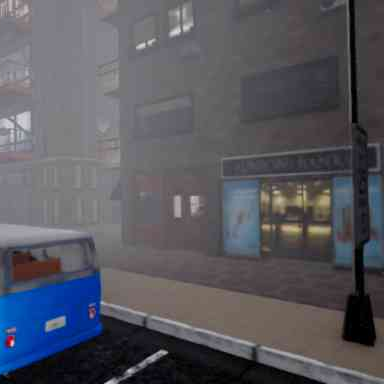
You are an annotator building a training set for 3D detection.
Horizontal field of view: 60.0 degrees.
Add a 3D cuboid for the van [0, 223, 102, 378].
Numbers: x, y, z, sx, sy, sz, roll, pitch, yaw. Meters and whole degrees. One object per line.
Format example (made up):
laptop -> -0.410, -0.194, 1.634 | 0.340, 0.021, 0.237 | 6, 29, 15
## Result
van -> -3.176, 1.393, 5.157 | 3.998, 1.788, 1.690 | -1, -1, 36
